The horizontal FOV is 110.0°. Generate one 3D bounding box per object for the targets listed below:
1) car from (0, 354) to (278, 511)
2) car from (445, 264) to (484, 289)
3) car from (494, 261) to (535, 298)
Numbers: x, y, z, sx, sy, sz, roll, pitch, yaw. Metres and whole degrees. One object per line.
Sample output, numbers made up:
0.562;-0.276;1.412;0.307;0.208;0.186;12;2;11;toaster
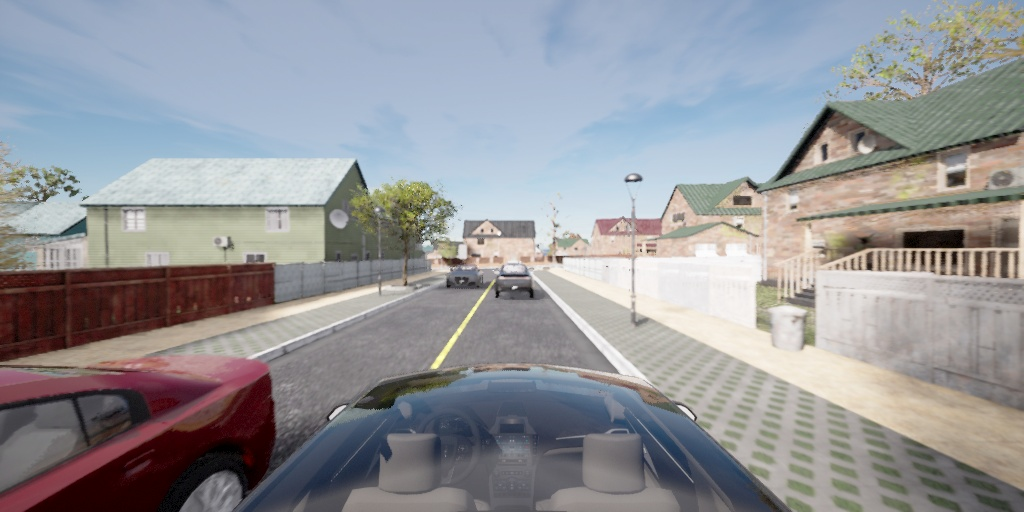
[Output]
-2.822;1.233;0.790;1.882;1.535;5.008;0;0;0;car
-2.841;1.221;22.242;1.994;1.385;4.181;0;0;0;car
0.105;1.166;18.034;2.128;1.511;4.902;0;0;0;car
